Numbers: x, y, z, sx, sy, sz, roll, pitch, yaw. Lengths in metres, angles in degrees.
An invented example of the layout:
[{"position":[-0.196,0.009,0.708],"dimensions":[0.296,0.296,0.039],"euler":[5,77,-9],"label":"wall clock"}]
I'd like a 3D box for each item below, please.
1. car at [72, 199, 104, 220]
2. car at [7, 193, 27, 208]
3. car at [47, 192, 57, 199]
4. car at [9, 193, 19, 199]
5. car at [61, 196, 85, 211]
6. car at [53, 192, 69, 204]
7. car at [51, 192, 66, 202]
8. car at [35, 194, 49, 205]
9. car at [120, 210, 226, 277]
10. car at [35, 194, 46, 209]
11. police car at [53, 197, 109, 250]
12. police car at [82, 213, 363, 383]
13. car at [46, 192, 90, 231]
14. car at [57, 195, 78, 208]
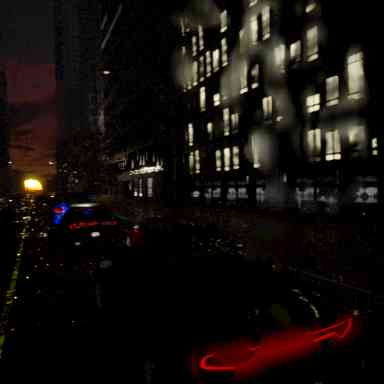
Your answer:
[{"position":[-8.144,1.264,25.834],"dimensions":[1.802,1.307,4.206],"euler":[-2,1,-25],"label":"car"},{"position":[-22.804,1.055,43.459],"dimensions":[2.097,1.767,4.553],"euler":[-2,1,-25],"label":"car"},{"position":[-32.533,0.762,77.266],"dimensions":[1.887,1.381,4.507],"euler":[-2,1,-25],"label":"car"},{"position":[-44.983,0.937,83.971],"dimensions":[1.887,1.381,4.507],"euler":[-2,1,-25],"label":"car"},{"position":[-13.022,1.150,36.120],"dimensions":[2.008,1.369,4.403],"euler":[-2,1,-25],"label":"car"},{"position":[-20.341,0.902,51.548],"dimensions":[1.967,1.590,4.097],"euler":[-2,1,-25],"label":"car"},{"position":[-22.780,0.854,56.690],"dimensions":[1.967,1.590,4.097],"euler":[-2,1,-25],"label":"car"},{"position":[-23.057,1.051,51.002],"dimensions":[1.837,1.490,4.892],"euler":[-2,1,-25],"label":"car"},{"position":[-0.827,1.379,10.403],"dimensions":[1.802,1.307,4.206],"euler":[-2,1,-25],"label":"car"},{"position":[-17.486,1.177,39.314],"dimensions":[1.812,1.442,4.674],"euler":[-2,1,-25],"label":"car"},{"position":[-4.482,1.250,13.920],"dimensions":[1.930,1.638,5.238],"euler":[-2,1,-25],"label":"police car"},{"position":[-0.197,1.318,4.885],"dimensions":[1.930,1.638,5.238],"euler":[-2,1,-25],"label":"police car"},{"position":[-7.023,1.010,19.265],"dimensions":[2.150,2.045,5.566],"euler":[-2,1,-25],"label":"car"},{"position":[-15.461,1.106,41.263],"dimensions":[2.008,1.369,4.403],"euler":[-2,1,-25],"label":"car"}]
